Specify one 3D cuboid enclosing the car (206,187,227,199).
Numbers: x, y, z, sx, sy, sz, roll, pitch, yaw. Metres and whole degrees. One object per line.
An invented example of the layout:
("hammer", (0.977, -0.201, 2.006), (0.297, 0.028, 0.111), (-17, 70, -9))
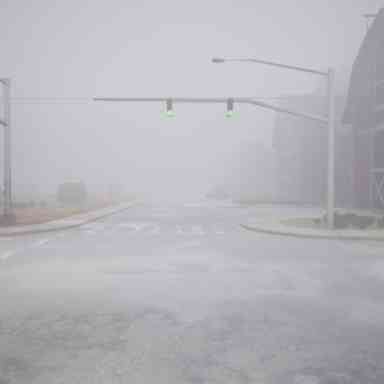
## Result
("car", (4.165, 0.118, 57.231), (1.905, 1.878, 3.866), (-9, 5, -42))
